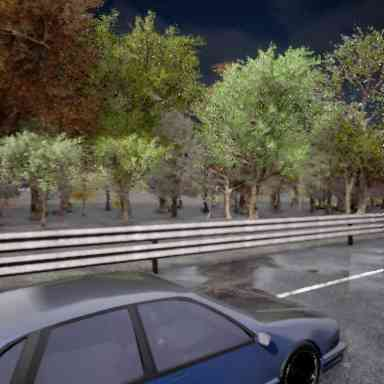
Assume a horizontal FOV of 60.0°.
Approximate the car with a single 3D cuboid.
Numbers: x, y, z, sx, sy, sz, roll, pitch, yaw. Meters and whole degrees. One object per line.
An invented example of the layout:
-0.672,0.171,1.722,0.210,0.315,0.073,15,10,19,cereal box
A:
-0.700,1.562,3.249,5.357,1.411,2.033,1,0,-36,car
